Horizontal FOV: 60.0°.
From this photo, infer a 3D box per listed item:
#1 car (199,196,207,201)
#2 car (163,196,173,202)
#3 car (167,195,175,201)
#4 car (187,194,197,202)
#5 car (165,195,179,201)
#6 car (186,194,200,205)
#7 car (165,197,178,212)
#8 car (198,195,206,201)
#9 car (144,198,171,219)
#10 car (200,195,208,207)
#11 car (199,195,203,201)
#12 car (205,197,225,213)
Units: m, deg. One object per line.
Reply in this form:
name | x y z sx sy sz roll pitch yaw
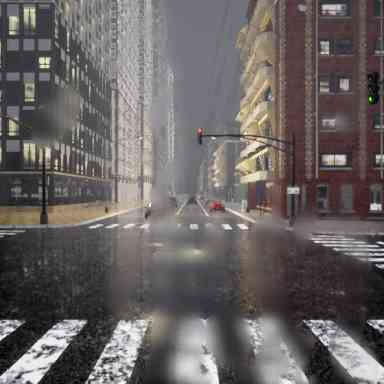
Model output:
car | 2.684 1.626 84.061 1.802 1.307 4.206 0 0 0
car | -5.695 1.589 78.412 2.008 1.369 4.403 0 0 0
car | -5.697 1.595 89.709 1.887 1.381 4.507 0 0 0
car | -0.004 1.218 69.824 2.097 1.767 4.553 0 0 0
car | -3.057 1.521 49.954 1.837 1.490 4.892 0 0 0
car | -0.003 1.548 59.851 1.812 1.442 4.674 0 0 0
car | -3.085 1.574 39.539 1.994 1.385 4.181 0 0 1
car | 2.684 1.491 89.710 1.967 1.590 4.097 0 0 0
car | -3.120 1.553 29.519 2.033 1.411 5.357 0 0 -4
car | 2.688 1.567 50.170 2.008 1.369 4.403 0 0 0
car | 2.688 1.571 55.818 2.008 1.369 4.403 0 0 0
car | 2.739 1.591 37.253 1.802 1.307 4.206 0 0 0
